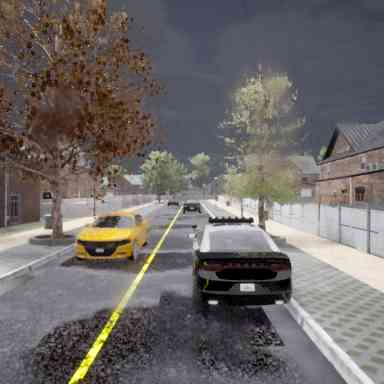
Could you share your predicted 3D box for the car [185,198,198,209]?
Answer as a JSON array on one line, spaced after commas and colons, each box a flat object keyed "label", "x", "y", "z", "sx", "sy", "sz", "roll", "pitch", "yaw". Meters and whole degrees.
[{"label": "car", "x": -0.045, "y": 1.563, "z": 46.712, "sx": 1.812, "sy": 1.442, "sz": 4.674, "roll": 0, "pitch": 0, "yaw": 0}]

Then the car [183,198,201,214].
[{"label": "car", "x": 0.004, "y": 1.503, "z": 36.266, "sx": 1.882, "sy": 1.535, "sz": 5.008, "roll": 0, "pitch": 0, "yaw": 0}]

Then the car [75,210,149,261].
[{"label": "car", "x": -2.776, "y": 1.485, "z": 12.492, "sx": 1.882, "sy": 1.535, "sz": 5.008, "roll": 0, "pitch": 0, "yaw": 0}]

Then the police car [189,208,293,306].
[{"label": "police car", "x": 0.946, "y": 1.430, "z": 8.275, "sx": 1.930, "sy": 1.638, "sz": 5.238, "roll": 0, "pitch": 0, "yaw": 0}]

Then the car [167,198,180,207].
[{"label": "car", "x": -2.857, "y": 1.644, "z": 51.569, "sx": 1.895, "sy": 1.301, "sz": 4.718, "roll": 0, "pitch": 0, "yaw": 0}]
